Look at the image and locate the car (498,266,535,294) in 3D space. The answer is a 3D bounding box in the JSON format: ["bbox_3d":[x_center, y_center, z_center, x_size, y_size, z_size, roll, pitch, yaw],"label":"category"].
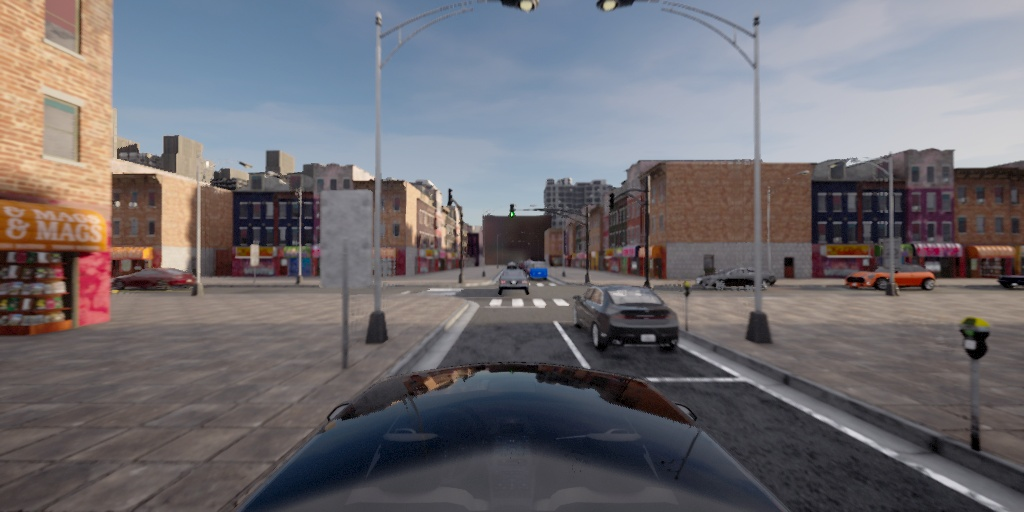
[{"bbox_3d":[0.101,1.531,22.484,2.033,1.411,5.357,0,0,0],"label":"car"}]

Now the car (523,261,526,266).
[{"bbox_3d":[2.639,1.627,41.591,1.967,1.591,4.097,0,0,0],"label":"car"}]

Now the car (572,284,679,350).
[{"bbox_3d":[2.638,1.378,9.116,2.007,1.370,4.403,0,0,0],"label":"car"}]

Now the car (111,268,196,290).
[{"bbox_3d":[-24.242,1.550,24.379,4.674,1.442,1.812,0,0,0],"label":"car"}]

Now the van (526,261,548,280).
[{"bbox_3d":[2.638,1.466,36.116,1.690,1.789,3.998,0,0,0],"label":"van"}]

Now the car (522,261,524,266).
[{"bbox_3d":[2.639,1.689,47.066,1.967,1.591,4.097,0,0,0],"label":"car"}]

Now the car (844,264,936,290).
[{"bbox_3d":[25.268,1.343,24.120,4.553,1.767,2.097,0,0,1],"label":"car"}]

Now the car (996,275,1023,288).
[{"bbox_3d":[35.934,1.591,24.057,4.718,1.301,1.895,0,0,0],"label":"car"}]

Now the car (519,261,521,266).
[{"bbox_3d":[2.639,1.692,58.013,2.192,1.841,5.009,0,0,0],"label":"car"}]

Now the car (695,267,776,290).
[{"bbox_3d":[14.985,1.485,24.168,4.902,1.511,2.128,0,0,0],"label":"car"}]
